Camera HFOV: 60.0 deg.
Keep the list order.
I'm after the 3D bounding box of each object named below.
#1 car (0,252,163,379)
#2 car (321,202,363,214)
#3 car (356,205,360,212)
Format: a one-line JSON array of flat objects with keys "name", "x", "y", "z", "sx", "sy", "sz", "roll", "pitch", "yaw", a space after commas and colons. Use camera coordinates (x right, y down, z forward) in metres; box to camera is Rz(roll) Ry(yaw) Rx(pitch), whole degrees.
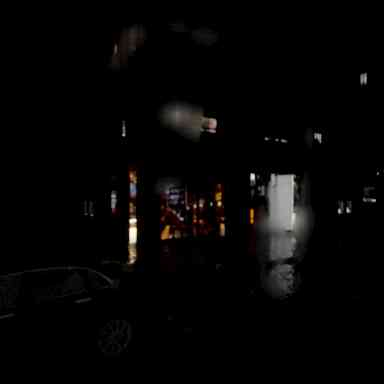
[{"name": "car", "x": -2.493, "y": 1.551, "z": 4.320, "sx": 4.403, "sy": 1.369, "sz": 2.008, "roll": 0, "pitch": 0, "yaw": -35}, {"name": "car", "x": 17.858, "y": 1.842, "z": 39.795, "sx": 1.802, "sy": 1.307, "sz": 4.206, "roll": -1, "pitch": 0, "yaw": -35}, {"name": "car", "x": 14.543, "y": 1.705, "z": 35.093, "sx": 1.882, "sy": 1.535, "sz": 5.008, "roll": 0, "pitch": -1, "yaw": -35}]
